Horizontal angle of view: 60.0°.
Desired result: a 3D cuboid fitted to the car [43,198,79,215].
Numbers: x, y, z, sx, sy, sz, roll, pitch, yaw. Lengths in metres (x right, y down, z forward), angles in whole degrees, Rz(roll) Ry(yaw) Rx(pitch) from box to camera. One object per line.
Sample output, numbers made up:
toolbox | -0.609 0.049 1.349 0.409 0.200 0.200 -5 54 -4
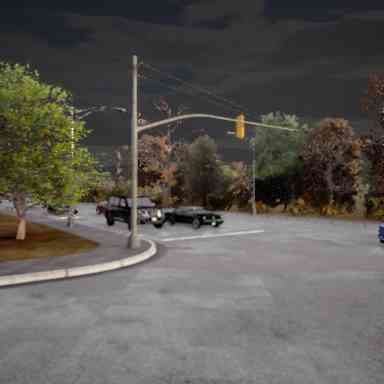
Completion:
car | -13.416 1.616 34.439 2.033 1.411 5.357 0 0 -38

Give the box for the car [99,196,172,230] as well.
car | -3.903 1.280 22.043 2.150 2.045 5.566 0 0 -37

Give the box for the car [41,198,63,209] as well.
car | -21.070 1.665 50.041 1.837 1.490 4.892 0 -1 -38

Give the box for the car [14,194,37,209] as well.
car | -24.349 1.455 48.567 2.150 2.045 5.566 0 -1 -38

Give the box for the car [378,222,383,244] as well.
car | 10.509 1.575 15.267 5.008 1.535 1.882 1 0 -35

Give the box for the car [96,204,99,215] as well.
car | -7.915 1.557 33.075 1.882 1.535 5.008 0 0 -38

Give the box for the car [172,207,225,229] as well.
car | 0.059 1.677 22.574 1.895 1.301 4.718 0 0 -37
